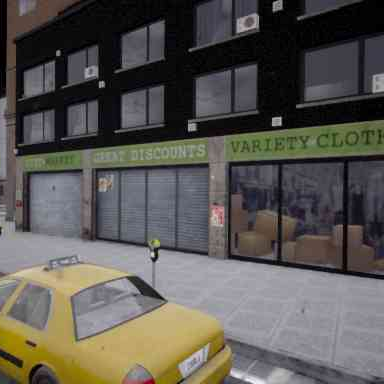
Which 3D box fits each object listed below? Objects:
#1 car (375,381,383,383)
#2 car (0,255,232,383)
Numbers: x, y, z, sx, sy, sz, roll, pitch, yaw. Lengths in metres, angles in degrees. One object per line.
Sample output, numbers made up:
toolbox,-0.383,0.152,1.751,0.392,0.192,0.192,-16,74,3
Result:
car,2.829,1.551,1.071,4.403,1.369,2.008,0,1,36
car,-1.855,1.524,4.416,4.829,1.417,1.752,0,1,36
